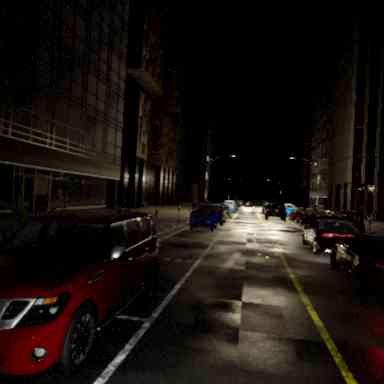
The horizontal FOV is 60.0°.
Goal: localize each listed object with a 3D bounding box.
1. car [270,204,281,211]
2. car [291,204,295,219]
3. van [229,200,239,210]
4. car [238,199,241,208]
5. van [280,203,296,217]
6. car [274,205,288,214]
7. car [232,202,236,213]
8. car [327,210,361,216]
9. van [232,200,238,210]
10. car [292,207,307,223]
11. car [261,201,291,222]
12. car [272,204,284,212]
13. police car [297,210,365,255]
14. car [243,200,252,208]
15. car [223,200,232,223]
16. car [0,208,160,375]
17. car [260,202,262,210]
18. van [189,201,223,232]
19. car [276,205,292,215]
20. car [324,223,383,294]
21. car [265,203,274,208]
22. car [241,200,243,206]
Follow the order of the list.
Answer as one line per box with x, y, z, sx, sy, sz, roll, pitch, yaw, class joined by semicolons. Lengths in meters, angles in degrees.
17.814;3.248;70.908;1.752;1.417;4.829;3;-1;10;car
12.102;2.496;37.577;1.967;1.590;4.097;3;-1;10;car
8.457;2.504;66.656;1.690;1.788;3.998;3;-1;10;van
7.504;2.492;61.127;1.967;1.590;4.097;3;-1;10;car
14.003;2.618;48.633;1.690;1.788;3.998;3;-1;10;van
15.887;3.063;59.685;1.947;1.339;4.313;3;-1;10;car
3.704;2.161;39.015;2.008;1.369;4.403;3;-1;10;car
9.264;2.041;20.996;2.192;1.841;5.009;3;-1;10;car
5.613;2.172;50.073;1.690;1.788;3.998;3;-1;10;van
11.148;2.490;32.049;1.887;1.381;4.507;3;-1;10;car
9.273;2.115;37.096;2.150;2.045;5.566;3;-1;10;car
16.866;3.137;65.381;1.752;1.417;4.829;3;-1;10;car
6.450;1.942;15.631;1.930;1.638;5.238;3;-1;10;police car
14.220;3.222;84.004;2.033;1.411;5.357;3;-1;10;car
1.821;1.705;27.962;2.192;1.841;5.009;3;-1;10;car
-1.972;1.267;5.851;2.192;1.841;5.009;3;-1;10;car
11.487;2.648;50.330;2.128;1.511;4.902;3;-1;10;car
0.871;1.622;22.434;1.690;1.788;3.998;3;-1;10;van
14.940;2.932;54.158;1.887;1.381;4.507;3;-1;10;car
5.412;1.923;9.609;1.812;1.442;4.674;3;-1;10;car
21.575;3.733;92.848;2.008;1.369;4.403;3;-1;10;car
10.314;2.910;77.541;1.752;1.417;4.829;3;-1;10;car
